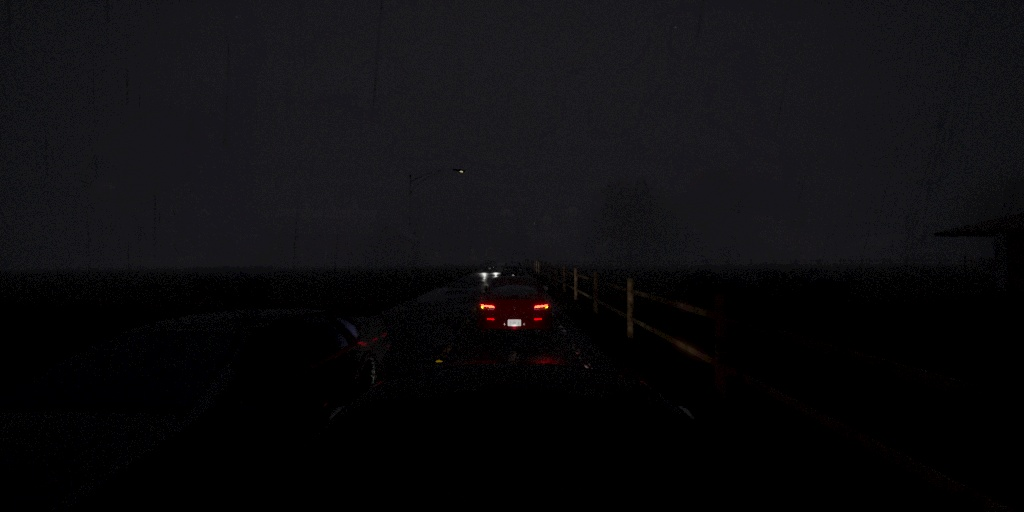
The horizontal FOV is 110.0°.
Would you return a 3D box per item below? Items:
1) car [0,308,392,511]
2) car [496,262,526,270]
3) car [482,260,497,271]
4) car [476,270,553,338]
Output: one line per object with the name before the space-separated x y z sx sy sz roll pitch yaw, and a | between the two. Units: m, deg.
car | -2.856 1.298 3.560 2.033 1.411 5.357 0 0 0
car | 0.084 1.256 29.365 2.128 1.511 4.902 0 0 0
car | -2.760 1.321 46.543 1.837 1.490 4.892 0 0 0
car | 0.068 1.276 10.045 1.812 1.442 4.674 0 0 0
